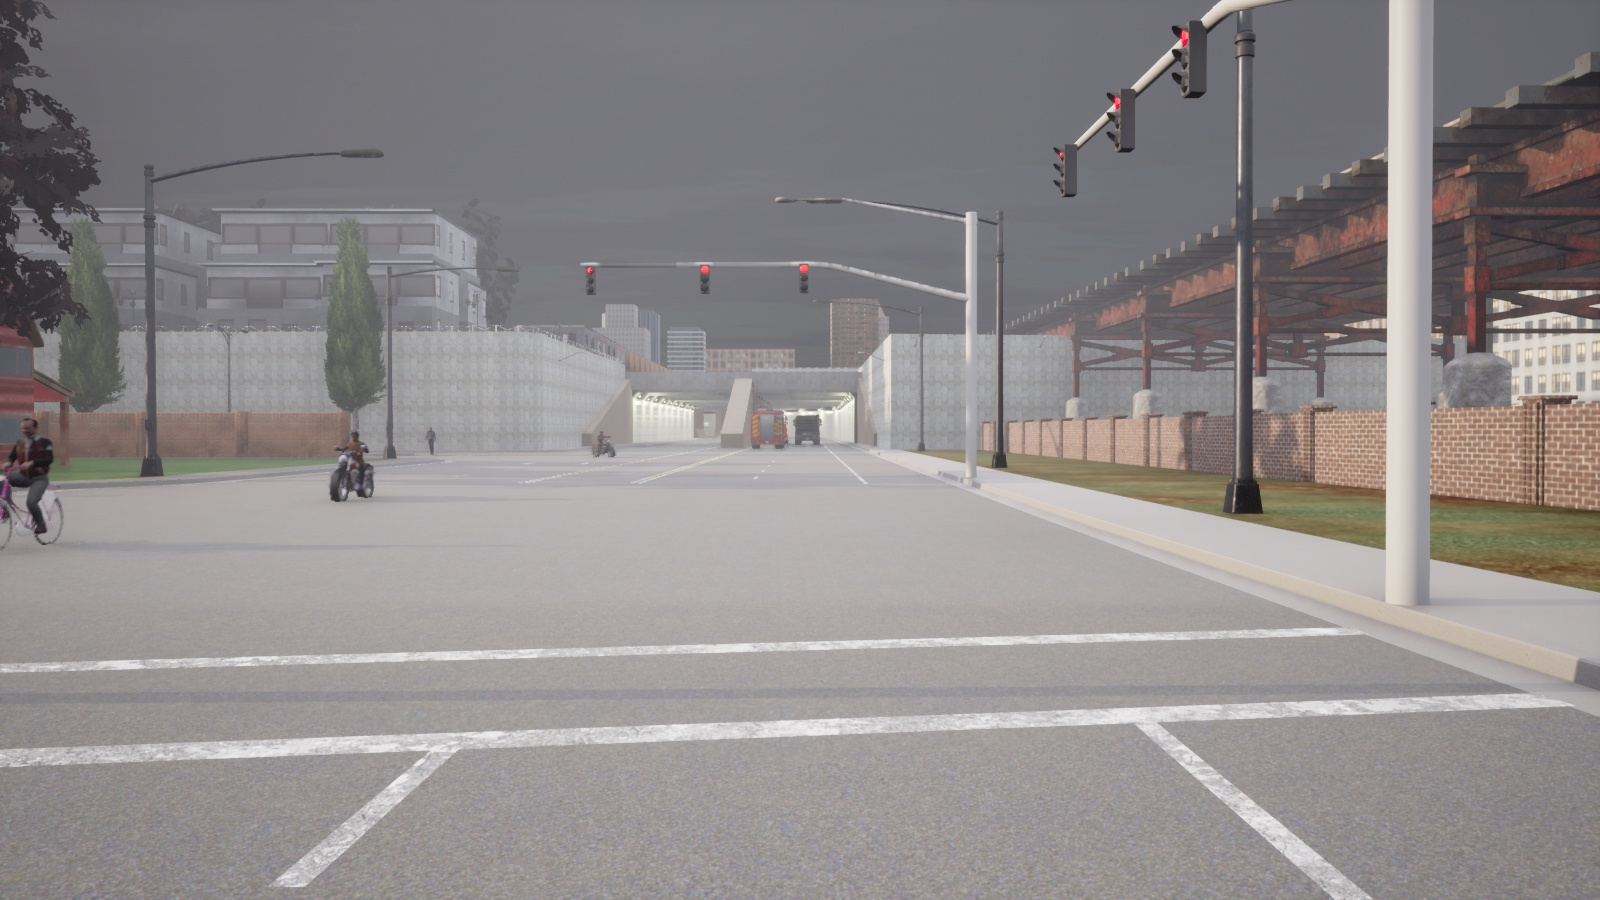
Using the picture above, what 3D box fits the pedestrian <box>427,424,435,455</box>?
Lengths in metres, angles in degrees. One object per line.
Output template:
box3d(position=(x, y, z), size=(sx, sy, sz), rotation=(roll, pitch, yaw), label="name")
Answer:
box3d(position=(-23.311, -0.648, 79.408), size=(0.423, 1.949, 0.788), rotation=(0, 1, -13), label="pedestrian")

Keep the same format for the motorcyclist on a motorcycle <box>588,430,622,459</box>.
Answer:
box3d(position=(-11.503, -0.352, 74.135), size=(0.766, 1.649, 2.350), rotation=(-3, 3, -43), label="motorcyclist on a motorcycle")

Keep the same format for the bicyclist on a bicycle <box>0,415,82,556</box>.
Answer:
box3d(position=(-10.389, 0.439, 16.660), size=(0.659, 1.776, 1.843), rotation=(0, 1, 0), label="bicyclist on a bicycle")

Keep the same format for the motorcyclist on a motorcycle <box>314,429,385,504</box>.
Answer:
box3d(position=(-10.319, 0.349, 28.837), size=(0.766, 1.649, 2.350), rotation=(0, 1, 0), label="motorcyclist on a motorcycle")
